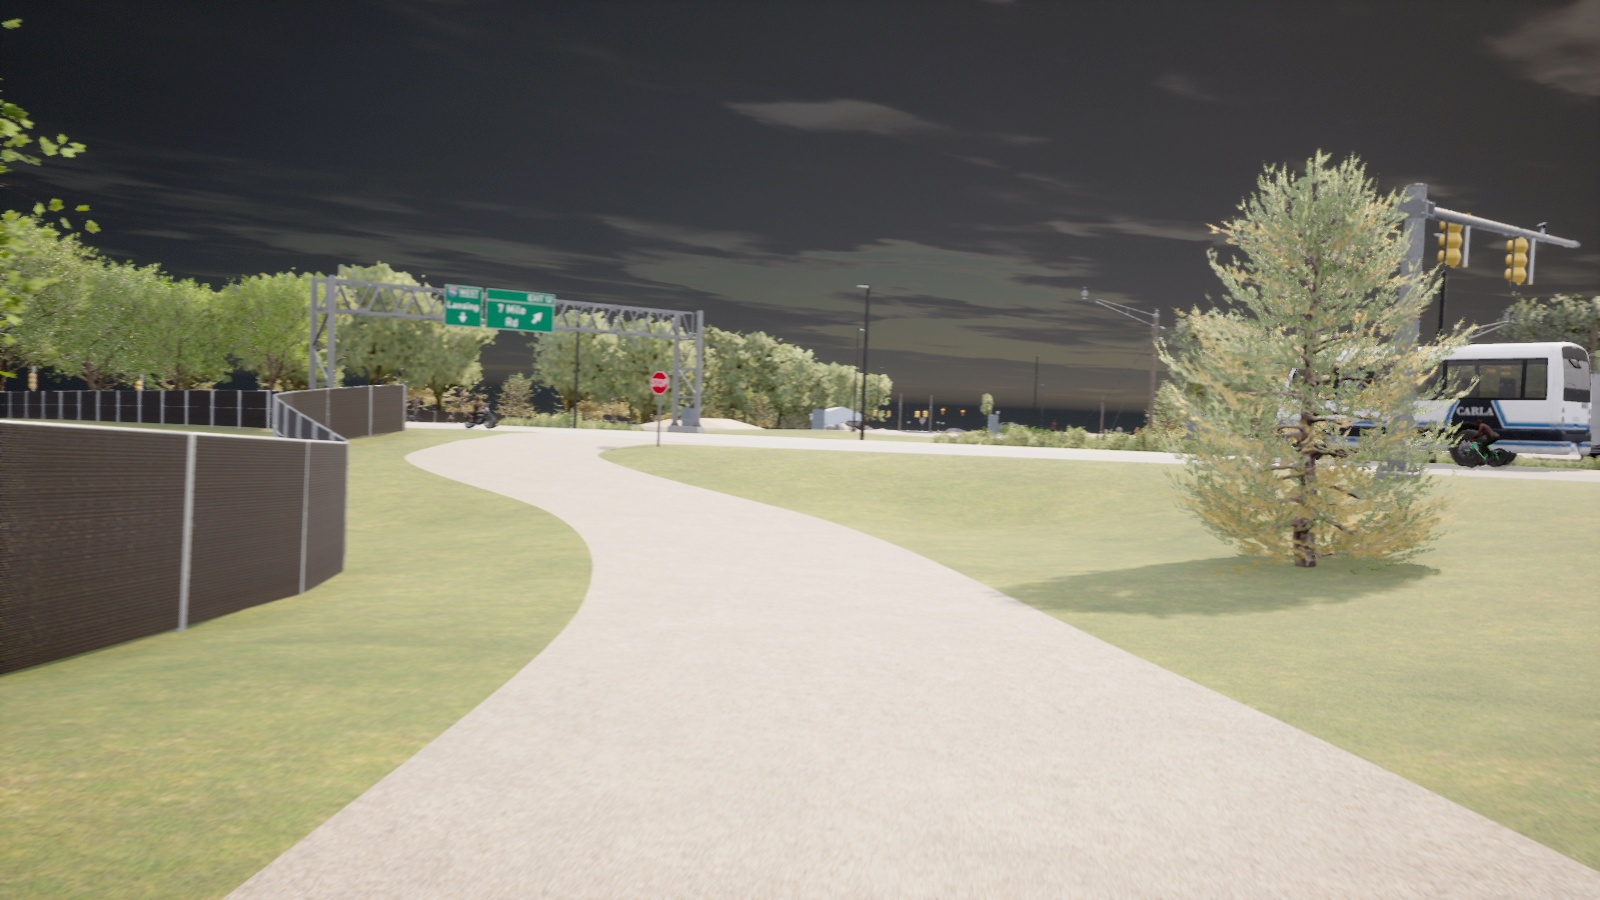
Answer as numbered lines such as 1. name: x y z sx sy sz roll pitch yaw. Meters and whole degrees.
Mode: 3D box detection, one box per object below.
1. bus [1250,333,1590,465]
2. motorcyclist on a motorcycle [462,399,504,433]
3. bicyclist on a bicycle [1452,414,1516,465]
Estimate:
1. bus: 22.203 -1.797 45.690 3.944 4.253 10.273 0 2 -42
2. motorcyclist on a motorcycle: -15.750 -1.704 62.330 2.350 1.649 0.766 2 2 39
3. bicyclist on a bicycle: 22.091 -0.347 40.579 0.582 1.620 1.656 0 2 -42
